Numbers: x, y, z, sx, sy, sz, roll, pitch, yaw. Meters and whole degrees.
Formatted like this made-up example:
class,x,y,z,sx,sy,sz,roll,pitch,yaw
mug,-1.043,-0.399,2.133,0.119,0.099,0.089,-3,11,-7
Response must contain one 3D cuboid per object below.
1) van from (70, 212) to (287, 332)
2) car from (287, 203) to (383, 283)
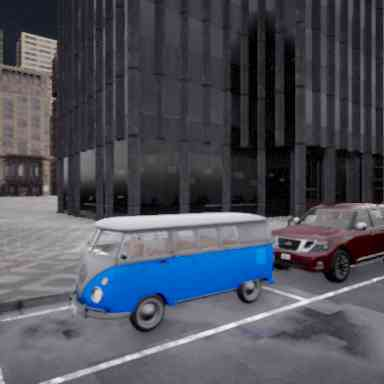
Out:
class,x,y,z,sx,sy,sz,roll,pitch,yaw
van,-0.171,1.330,6.525,3.998,1.788,1.690,0,0,-36
car,4.396,1.287,9.783,5.009,1.841,2.192,0,0,-36
